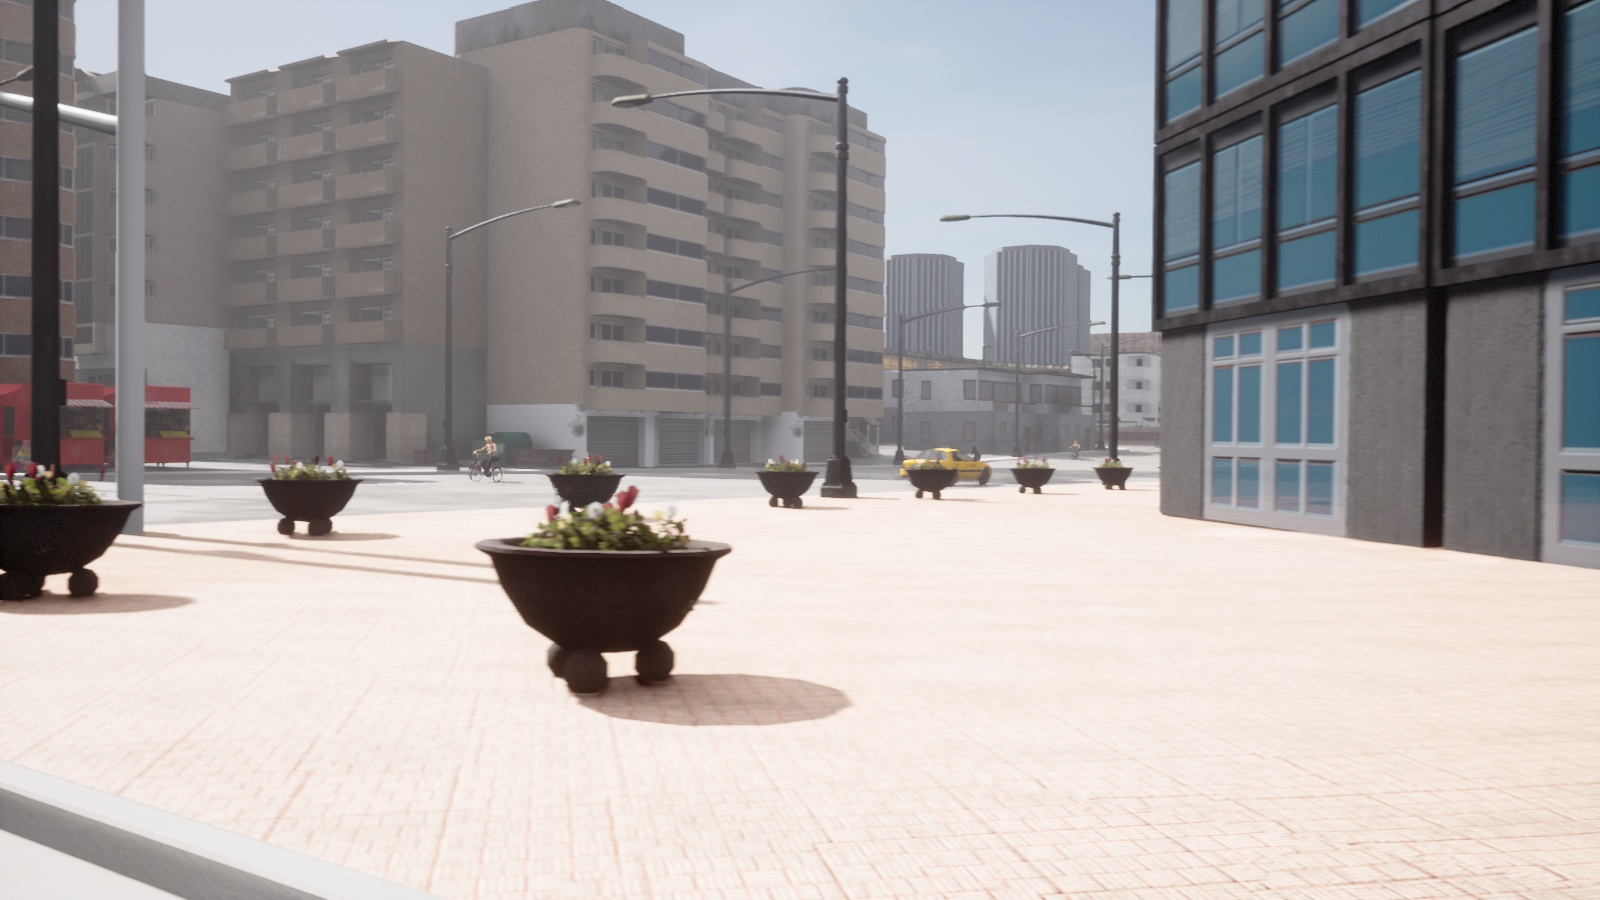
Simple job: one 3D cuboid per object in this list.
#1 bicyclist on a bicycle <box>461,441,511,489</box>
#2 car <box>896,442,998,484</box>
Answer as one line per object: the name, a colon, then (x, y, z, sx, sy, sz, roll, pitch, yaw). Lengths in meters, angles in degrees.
bicyclist on a bicycle: (-10.799, 0.511, 43.223, 0.866, 1.612, 1.509, 0, 0, 33)
car: (5.889, 0.488, 49.574, 1.801, 1.575, 5.366, 0, 0, 33)
